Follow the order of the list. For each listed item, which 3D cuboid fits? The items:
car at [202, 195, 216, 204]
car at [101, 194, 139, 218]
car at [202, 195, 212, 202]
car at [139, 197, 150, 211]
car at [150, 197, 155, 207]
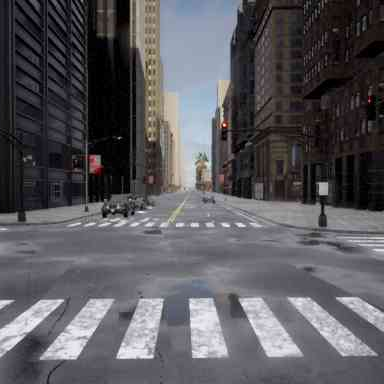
[{"bbox_3d":[3.251,1.438,61.047,1.812,1.442,4.674,0,0,0],"label":"car"},{"bbox_3d":[-6.645,1.191,30.607,2.150,2.045,5.566,0,0,0],"label":"car"},{"bbox_3d":[3.196,1.416,70.968,1.812,1.442,4.674,0,0,0],"label":"car"},{"bbox_3d":[-6.652,1.456,40.481,1.837,1.490,4.892,0,0,0],"label":"car"},{"bbox_3d":[-6.676,1.497,50.504,1.994,1.385,4.181,0,0,-1],"label":"car"}]
